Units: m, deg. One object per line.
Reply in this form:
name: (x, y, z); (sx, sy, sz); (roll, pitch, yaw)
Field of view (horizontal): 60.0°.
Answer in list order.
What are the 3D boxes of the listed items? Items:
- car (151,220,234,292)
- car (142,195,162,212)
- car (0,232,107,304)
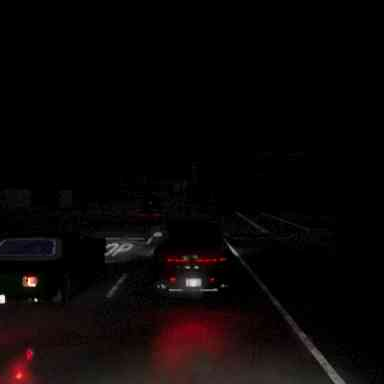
car: (-0.009, 1.531, 8.973); (1.837, 1.490, 4.892); (0, 0, -1)
car: (-4.918, 1.410, 40.830); (2.150, 2.045, 5.566); (0, -1, -3)
car: (-3.488, 1.623, 8.132); (1.895, 1.301, 4.718); (0, 0, -1)
